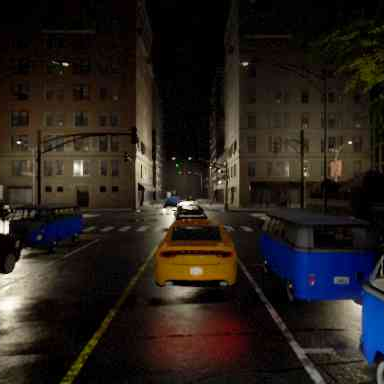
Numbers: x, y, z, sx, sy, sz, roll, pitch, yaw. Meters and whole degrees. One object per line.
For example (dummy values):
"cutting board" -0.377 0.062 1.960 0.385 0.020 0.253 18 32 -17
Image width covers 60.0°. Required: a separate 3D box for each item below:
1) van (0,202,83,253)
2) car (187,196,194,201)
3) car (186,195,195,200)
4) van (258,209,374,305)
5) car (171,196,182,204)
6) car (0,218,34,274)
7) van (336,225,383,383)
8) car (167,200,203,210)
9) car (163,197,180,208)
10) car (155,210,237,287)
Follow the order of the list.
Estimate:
"van" -5.808 1.363 13.509 1.690 1.788 3.998 0 0 0
"car" -0.384 1.745 89.080 1.895 1.301 4.718 0 0 -1
"car" -0.289 1.483 79.300 2.097 1.767 4.553 0 0 -1
"van" 2.697 1.355 7.828 1.690 1.788 3.998 0 0 0
"car" -3.196 1.648 69.561 2.033 1.411 5.357 0 0 -1
"car" -5.829 1.558 7.848 1.887 1.381 4.507 0 0 0
"van" 2.677 1.345 2.170 1.690 1.788 3.998 0 0 0
"car" -0.217 1.515 20.778 2.128 1.511 4.902 0 0 -6
"car" -3.089 1.552 48.788 1.882 1.535 5.008 0 0 0
"car" 0.114 1.494 9.414 1.882 1.535 5.008 0 0 1
